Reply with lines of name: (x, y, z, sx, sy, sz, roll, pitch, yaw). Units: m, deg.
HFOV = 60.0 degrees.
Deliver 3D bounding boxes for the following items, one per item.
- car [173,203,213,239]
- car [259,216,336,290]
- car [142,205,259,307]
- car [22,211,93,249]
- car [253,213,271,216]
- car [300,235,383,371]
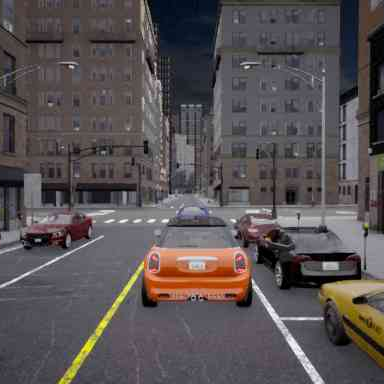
car: (0.090, 1.472, 18.426, 1.882, 1.535, 5.008, 0, 0, 1)
car: (2.861, 1.563, 8.943, 1.947, 1.339, 4.313, -1, 0, 0)
car: (0.092, 1.350, 8.138, 2.097, 1.767, 4.553, 0, 0, 0)
car: (-5.687, 1.541, 14.521, 1.887, 1.381, 4.507, -1, 0, 0)
car: (2.858, 1.578, 14.529, 1.802, 1.307, 4.206, -1, 0, 0)
car: (2.864, 1.524, 3.527, 1.752, 1.417, 4.829, -1, 0, 0)
